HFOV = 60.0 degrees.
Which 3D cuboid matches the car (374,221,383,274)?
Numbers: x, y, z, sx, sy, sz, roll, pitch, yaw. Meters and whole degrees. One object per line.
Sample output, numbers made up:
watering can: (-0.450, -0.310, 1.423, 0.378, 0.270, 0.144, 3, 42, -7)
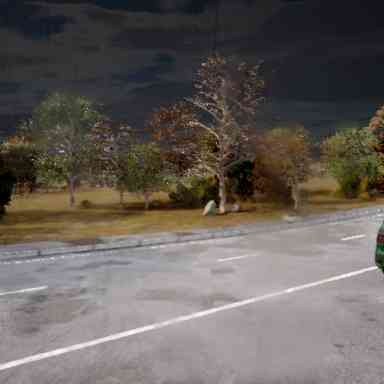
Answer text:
car: (7.014, 1.218, 8.748, 5.566, 2.045, 2.150, -1, 1, -35)
